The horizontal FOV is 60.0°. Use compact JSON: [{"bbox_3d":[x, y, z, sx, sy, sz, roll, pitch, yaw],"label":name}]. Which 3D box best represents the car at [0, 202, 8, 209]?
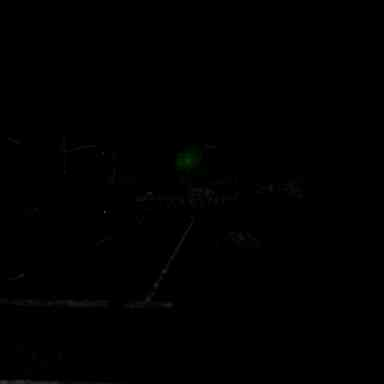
[{"bbox_3d":[-23.311,1.594,37.788,4.718,1.301,1.895,0,0,4],"label":"car"}]
